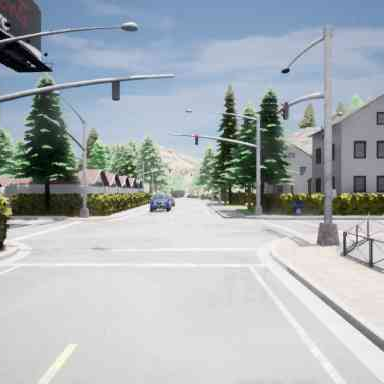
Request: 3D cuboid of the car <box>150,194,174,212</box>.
[{"bbox_3d":[-3.612,1.221,39.025,2.150,2.045,5.566,0,0,0],"label":"car"}]
